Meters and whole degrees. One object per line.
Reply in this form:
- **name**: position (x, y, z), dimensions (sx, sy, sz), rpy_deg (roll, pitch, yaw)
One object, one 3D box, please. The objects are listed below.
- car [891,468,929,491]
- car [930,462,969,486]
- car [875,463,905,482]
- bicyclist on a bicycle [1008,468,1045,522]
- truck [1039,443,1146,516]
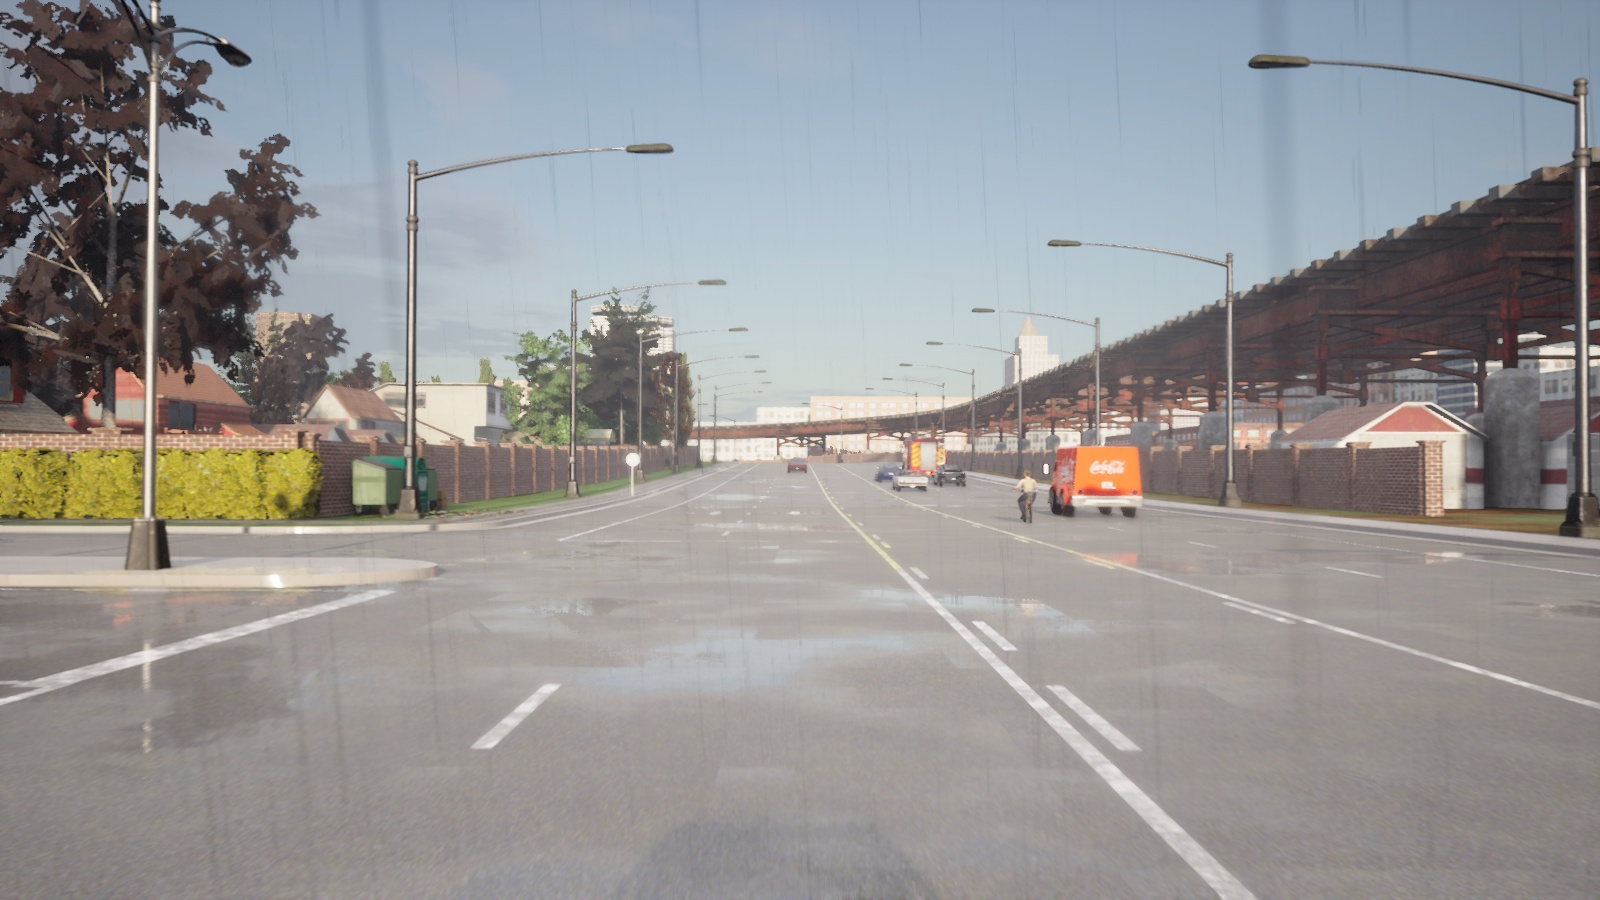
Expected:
- **car**: position (6.832, 1.824, 78.396), dimensions (1.895, 1.301, 4.718), rpy_deg (0, 0, 0)
- **car**: position (10.313, 1.619, 86.936), dimensions (2.128, 1.511, 4.902), rpy_deg (0, 0, 0)
- **car**: position (6.795, 1.694, 95.455), dimensions (1.994, 1.385, 4.181), rpy_deg (0, 0, 0)
- **bicyclist on a bicycle**: position (6.911, 1.366, 38.371), dimensions (0.866, 1.612, 1.509), rpy_deg (0, -1, 0)
- **truck**: position (10.401, 1.042, 45.155), dimensions (2.627, 2.467, 5.204), rpy_deg (0, -1, 0)
